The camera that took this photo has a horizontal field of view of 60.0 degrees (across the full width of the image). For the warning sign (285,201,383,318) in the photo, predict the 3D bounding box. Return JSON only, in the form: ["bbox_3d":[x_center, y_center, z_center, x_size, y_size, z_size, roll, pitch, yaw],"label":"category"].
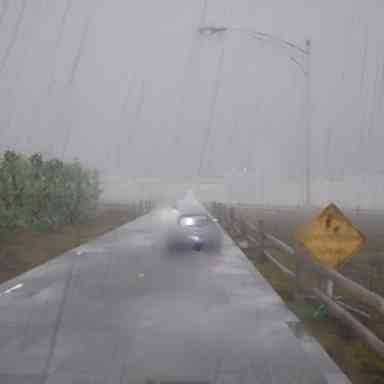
[{"bbox_3d":[2.461,1.109,5.927,1.300,1.860,1.060,1,1,0],"label":"warning sign"}]

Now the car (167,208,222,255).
[{"bbox_3d":[0.086,1.555,13.354,1.994,1.385,4.181,0,0,0],"label":"car"}]

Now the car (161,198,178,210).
[{"bbox_3d":[-2.838,1.517,42.787,2.128,1.511,4.902,0,0,0],"label":"car"}]
